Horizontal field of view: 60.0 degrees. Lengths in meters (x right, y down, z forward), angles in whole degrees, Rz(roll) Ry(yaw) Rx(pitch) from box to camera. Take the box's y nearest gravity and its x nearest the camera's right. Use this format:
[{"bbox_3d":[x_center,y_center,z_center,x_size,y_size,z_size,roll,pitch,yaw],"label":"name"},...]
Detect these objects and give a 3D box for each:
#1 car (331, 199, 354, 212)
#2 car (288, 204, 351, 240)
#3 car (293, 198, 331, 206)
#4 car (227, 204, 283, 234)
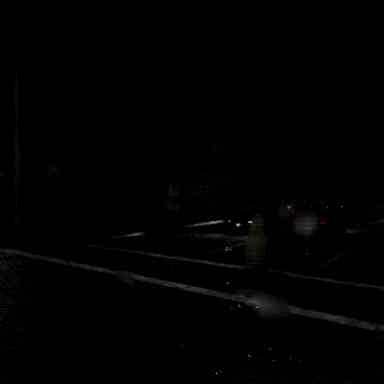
[{"bbox_3d":[15.929,1.450,35.784,1.882,1.535,5.008,0,0,39],"label":"car"},{"bbox_3d":[6.486,1.532,16.964,1.994,1.385,4.181,0,0,35],"label":"car"},{"bbox_3d":[9.602,1.325,27.554,2.097,1.767,4.553,0,0,37],"label":"car"},{"bbox_3d":[3.785,1.478,19.423,1.837,1.490,4.892,0,0,35],"label":"car"}]
